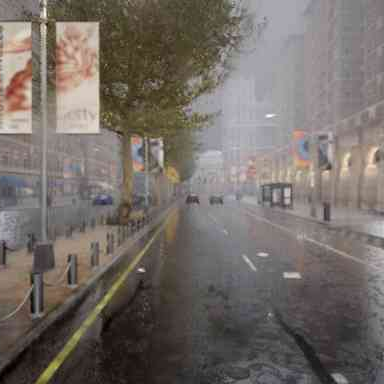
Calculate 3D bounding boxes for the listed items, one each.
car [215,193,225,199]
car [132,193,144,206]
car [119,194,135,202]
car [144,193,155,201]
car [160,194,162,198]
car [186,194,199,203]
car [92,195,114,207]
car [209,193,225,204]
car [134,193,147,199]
[{"bbox_3d":[6.748,0.918,79.907,1.895,1.301,4.718,0,0,0],"label":"car"},{"bbox_3d":[-8.084,0.976,44.345,2.097,1.767,4.553,0,1,0],"label":"car"},{"bbox_3d":[-11.545,1.063,59.183,1.994,1.385,4.181,0,1,1],"label":"car"},{"bbox_3d":[-8.033,0.992,60.582,1.837,1.490,4.892,0,1,1],"label":"car"},{"bbox_3d":[-8.001,0.902,76.011,1.994,1.385,4.181,0,0,0],"label":"car"},{"bbox_3d":[0.099,1.022,53.795,1.882,1.535,5.008,0,0,0],"label":"car"},{"bbox_3d":[-11.587,1.109,43.624,1.882,1.535,5.008,0,1,0],"label":"car"},{"bbox_3d":[3.599,1.064,50.399,2.128,1.511,4.902,0,0,0],"label":"car"},{"bbox_3d":[-11.501,0.894,74.797,2.033,1.411,5.357,0,0,0],"label":"car"}]
